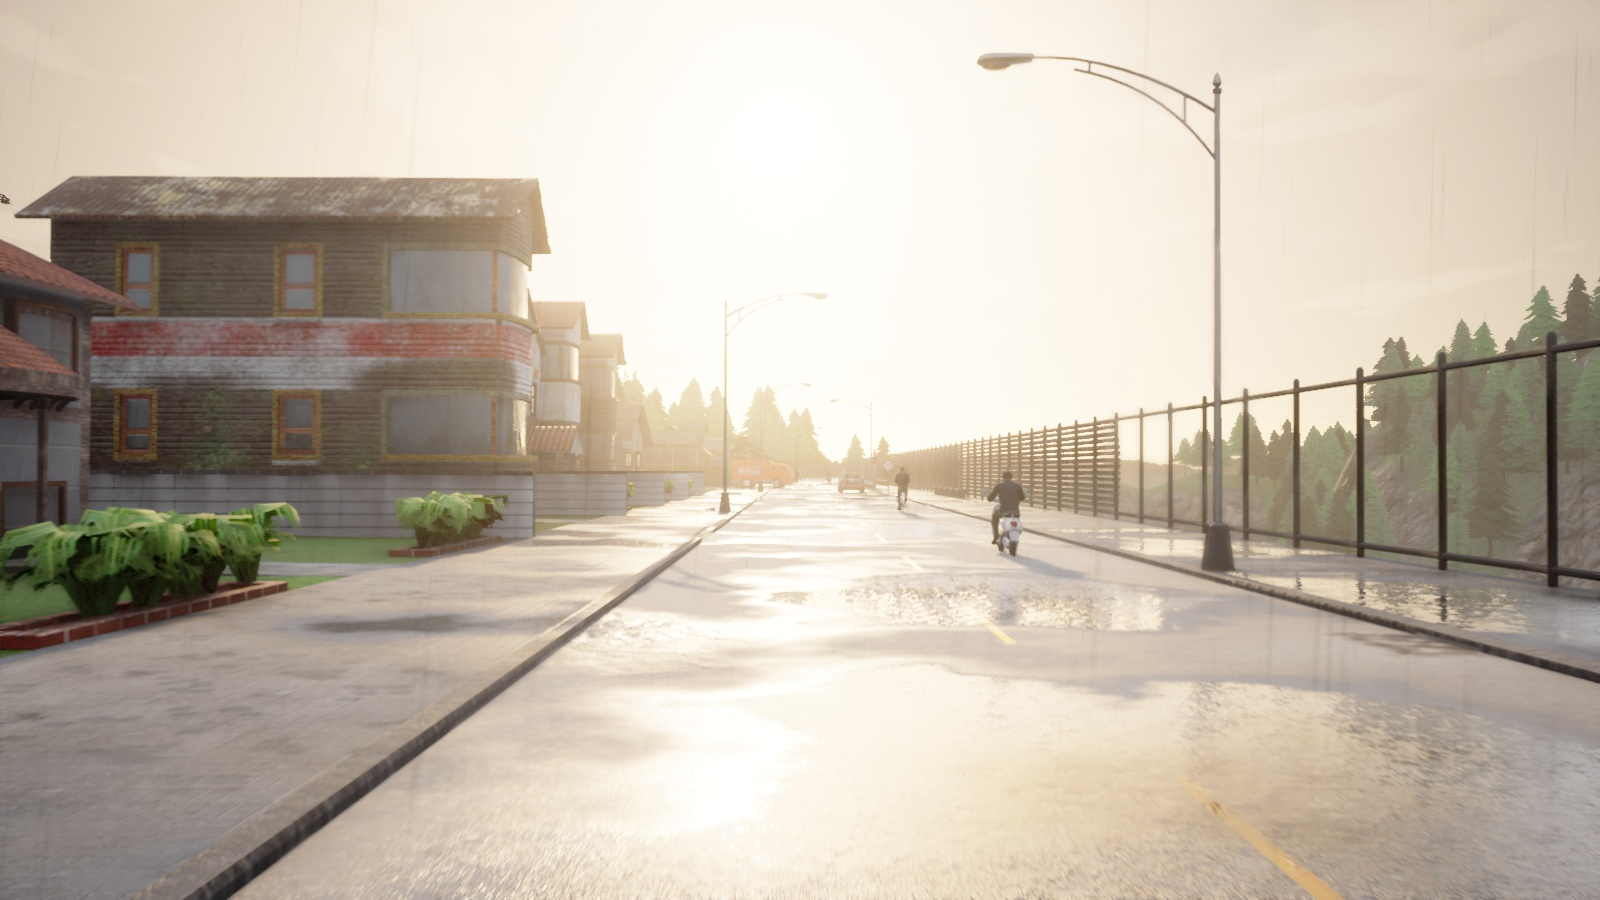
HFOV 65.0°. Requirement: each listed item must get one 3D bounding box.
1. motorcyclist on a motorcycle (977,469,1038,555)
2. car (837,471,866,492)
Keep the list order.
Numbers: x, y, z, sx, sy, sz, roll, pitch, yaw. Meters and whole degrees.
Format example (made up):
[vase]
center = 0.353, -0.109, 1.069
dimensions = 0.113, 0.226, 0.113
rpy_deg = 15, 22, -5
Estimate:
[motorcyclist on a motorcycle]
center = 3.941, 1.154, 23.998
dimensions = 0.866, 1.590, 1.817
rpy_deg = 0, -1, 0
[car]
center = 3.775, 2.307, 92.099
dimensions = 1.970, 1.475, 3.806
rpy_deg = 0, -1, 0
